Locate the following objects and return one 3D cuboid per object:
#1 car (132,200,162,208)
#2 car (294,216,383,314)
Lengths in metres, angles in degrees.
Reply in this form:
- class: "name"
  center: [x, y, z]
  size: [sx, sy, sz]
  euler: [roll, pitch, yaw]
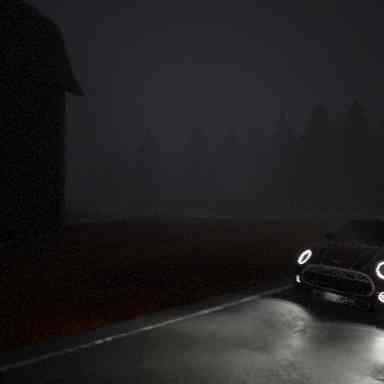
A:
- class: "car"
  center: [-7.043, 1.861, 51.777]
  size: [4.718, 1.301, 1.895]
  euler: [0, 0, 30]
- class: "car"
  center: [4.332, 1.376, 7.661]
  size: [4.553, 1.767, 2.097]
  euler: [0, 0, -40]
